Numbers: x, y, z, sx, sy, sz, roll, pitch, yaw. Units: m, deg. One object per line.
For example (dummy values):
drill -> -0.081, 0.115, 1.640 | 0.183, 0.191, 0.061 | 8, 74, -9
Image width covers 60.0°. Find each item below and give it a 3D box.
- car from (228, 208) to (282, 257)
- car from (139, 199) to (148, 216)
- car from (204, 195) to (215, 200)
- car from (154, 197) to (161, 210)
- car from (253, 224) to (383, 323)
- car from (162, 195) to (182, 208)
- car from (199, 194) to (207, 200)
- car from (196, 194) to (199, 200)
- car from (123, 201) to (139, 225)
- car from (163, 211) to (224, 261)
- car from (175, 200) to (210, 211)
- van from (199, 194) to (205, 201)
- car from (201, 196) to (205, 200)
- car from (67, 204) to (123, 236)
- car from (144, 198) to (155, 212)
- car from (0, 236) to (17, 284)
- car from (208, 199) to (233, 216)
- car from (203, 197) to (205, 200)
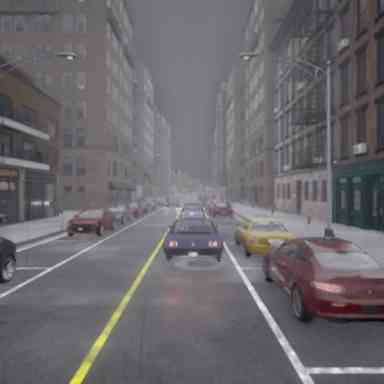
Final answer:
car -> 2.640, 1.532, 12.814 | 1.752, 1.417, 4.829 | 0, 0, 0
car -> -5.382, 1.560, 29.692 | 1.887, 1.381, 4.507 | 0, 0, 0
car -> 2.645, 1.458, 35.374 | 1.967, 1.590, 4.097 | 0, 0, 0
car -> -5.379, 1.460, 41.057 | 1.967, 1.590, 4.097 | 0, 0, 0
car -> 2.639, 1.586, 6.962 | 1.802, 1.307, 4.206 | 0, 0, 0
car -> -2.810, 1.529, 48.469 | 1.837, 1.490, 4.892 | 0, 0, 0
car -> 2.648, 1.339, 52.420 | 2.192, 1.841, 5.009 | 0, 0, 0
car -> 2.717, 1.348, 79.476 | 2.192, 1.841, 5.009 | 0, 0, 0
car -> -5.383, 1.563, 24.010 | 2.008, 1.369, 4.403 | 0, 0, 0
car -> 0.062, 1.607, 12.312 | 1.895, 1.301, 4.718 | 0, 0, 1
car -> 0.049, 1.561, 25.483 | 2.033, 1.411, 5.357 | 0, 0, 0
van -> 2.710, 1.378, 90.484 | 1.690, 1.788, 3.998 | 0, 0, 0
car -> 2.647, 1.573, 46.738 | 2.008, 1.369, 4.403 | 0, 0, 0
car -> -5.384, 1.554, 18.328 | 1.887, 1.381, 4.507 | 0, 0, 0
car -> -5.380, 1.583, 35.375 | 1.947, 1.339, 4.313 | 0, 0, 0
car -> -5.386, 1.570, 6.963 | 1.947, 1.339, 4.313 | 0, 0, 0
car -> 2.643, 1.560, 29.691 | 1.887, 1.381, 4.507 | 0, 0, 0
car -> 2.646, 1.564, 41.056 | 1.887, 1.381, 4.507 | 0, 0, 0
